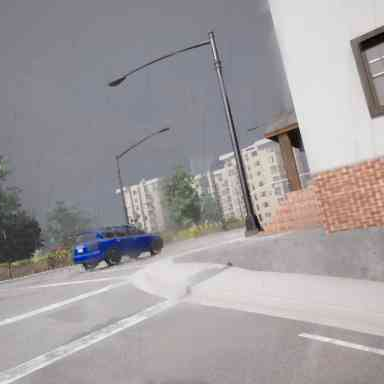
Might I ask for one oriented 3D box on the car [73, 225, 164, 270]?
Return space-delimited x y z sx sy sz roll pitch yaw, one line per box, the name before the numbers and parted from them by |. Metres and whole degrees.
car | -4.038 2.997 18.842 2.150 2.045 5.566 -16 -8 34
